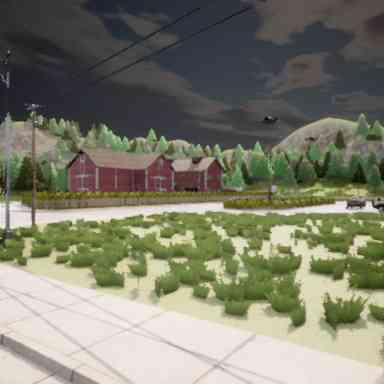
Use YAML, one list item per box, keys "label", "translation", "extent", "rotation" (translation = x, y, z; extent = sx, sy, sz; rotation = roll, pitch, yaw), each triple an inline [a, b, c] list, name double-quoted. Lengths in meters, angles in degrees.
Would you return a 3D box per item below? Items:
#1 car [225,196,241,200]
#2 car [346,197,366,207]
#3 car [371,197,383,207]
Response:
- label: "car"
  translation: [7.143, 1.448, 53.795]
  extent: [1.882, 1.535, 5.008]
  rotation: [0, 0, 36]
- label: "car"
  translation: [22.052, 1.490, 44.643]
  extent: [1.837, 1.490, 4.892]
  rotation: [0, 0, 35]
- label: "car"
  translation: [22.231, 1.301, 36.262]
  extent: [4.605, 1.855, 1.932]
  rotation: [0, 0, 35]
